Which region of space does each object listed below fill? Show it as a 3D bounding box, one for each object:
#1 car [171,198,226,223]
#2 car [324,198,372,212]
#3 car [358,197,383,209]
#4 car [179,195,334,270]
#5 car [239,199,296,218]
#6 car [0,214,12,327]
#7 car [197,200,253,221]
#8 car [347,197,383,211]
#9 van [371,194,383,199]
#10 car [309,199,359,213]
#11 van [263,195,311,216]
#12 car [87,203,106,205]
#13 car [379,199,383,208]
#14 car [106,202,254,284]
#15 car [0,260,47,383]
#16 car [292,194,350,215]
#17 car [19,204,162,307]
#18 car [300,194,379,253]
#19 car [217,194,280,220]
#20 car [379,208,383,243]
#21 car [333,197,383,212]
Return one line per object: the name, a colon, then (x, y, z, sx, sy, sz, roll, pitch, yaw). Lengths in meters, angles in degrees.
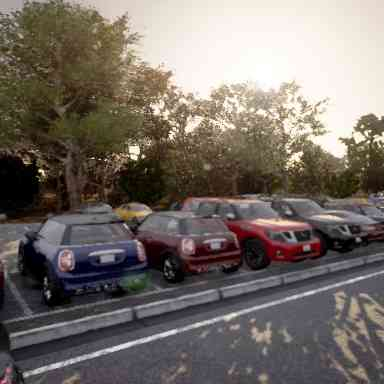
car: (0.456, 1.377, 26.970, 2.185, 1.767, 4.553, 0, 0, -36)
car: (18.556, 1.550, 39.851, 2.163, 1.488, 4.792, 0, 0, -36)
car: (25.313, 1.483, 44.717, 2.231, 1.521, 4.892, 0, 0, -36)
car: (1.635, 1.237, 11.656, 2.435, 2.045, 5.566, 0, 0, -36)
car: (7.139, 1.514, 31.944, 1.946, 1.575, 5.366, 0, 0, -36)
car: (-5.239, 1.348, 6.809, 2.185, 1.767, 4.553, 0, 0, -36)
car: (2.749, 1.537, 28.538, 2.163, 1.488, 4.792, 0, 0, -36)
car: (23.054, 1.496, 43.100, 2.097, 1.535, 5.008, 0, 0, -36)
van: (12.948, 1.287, 19.932, 1.878, 1.987, 4.442, 0, 0, -36)
car: (16.259, 1.553, 38.278, 2.163, 1.488, 4.792, 0, 0, -36)
van: (9.435, 1.296, 33.503, 1.878, 1.987, 4.442, 0, 0, -36)
car: (-6.300, 1.489, 22.103, 2.231, 1.521, 4.892, 0, 0, -36)
car: (8.439, 1.377, 16.599, 2.185, 1.767, 4.553, 0, 0, -36)
car: (-0.643, 1.358, 10.022, 2.185, 1.767, 4.553, 0, 0, -36)
car: (-3.360, 1.488, 1.287, 4.902, 1.511, 2.128, 0, 0, -36)
car: (14.035, 1.274, 36.617, 2.435, 2.045, 5.566, 0, 0, -36)
car: (-2.923, 1.353, 8.390, 2.185, 1.767, 4.553, 0, 0, -36)
car: (3.915, 1.242, 13.287, 2.435, 2.045, 5.566, 0, 0, -36)
car: (4.973, 1.261, 30.201, 2.435, 2.045, 5.566, 0, 0, -36)
car: (6.179, 1.538, 14.940, 2.002, 1.452, 4.674, 0, 0, -36)
car: (20.685, 1.505, 41.638, 1.946, 1.575, 5.366, 0, 0, -36)
